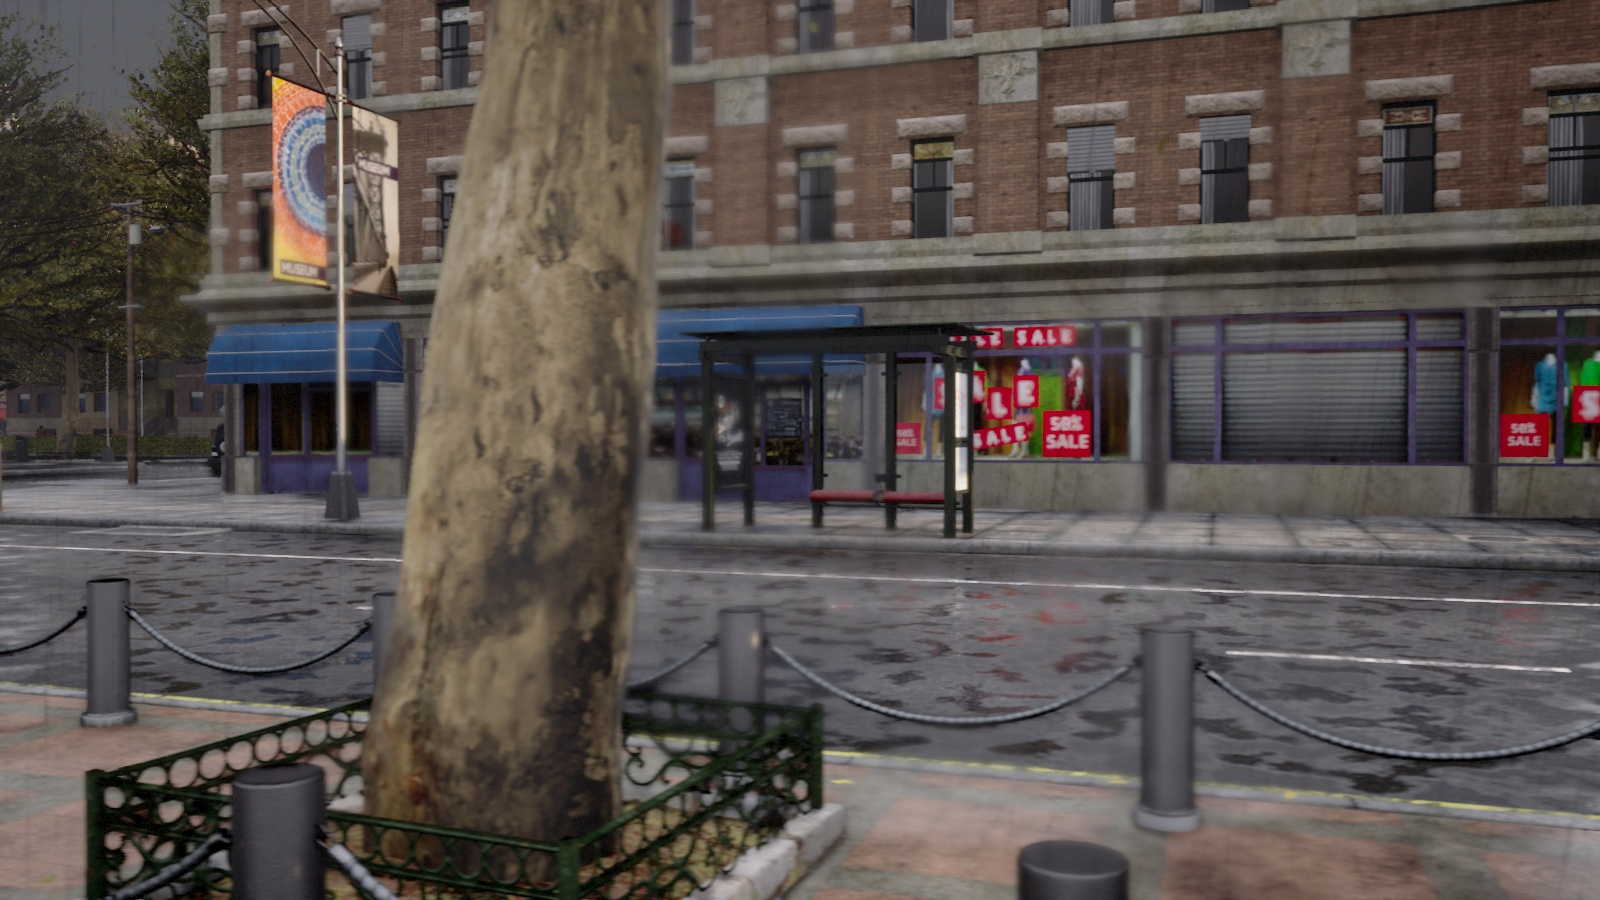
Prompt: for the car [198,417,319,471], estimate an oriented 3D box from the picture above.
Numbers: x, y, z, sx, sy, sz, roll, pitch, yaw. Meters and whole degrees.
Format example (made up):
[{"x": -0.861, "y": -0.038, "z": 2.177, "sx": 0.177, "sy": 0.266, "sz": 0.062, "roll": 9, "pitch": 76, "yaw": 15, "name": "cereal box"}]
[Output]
[{"x": -19.482, "y": -0.240, "z": 45.356, "sx": 1.905, "sy": 1.878, "sz": 3.866, "roll": 1, "pitch": 1, "yaw": 18, "name": "car"}]
